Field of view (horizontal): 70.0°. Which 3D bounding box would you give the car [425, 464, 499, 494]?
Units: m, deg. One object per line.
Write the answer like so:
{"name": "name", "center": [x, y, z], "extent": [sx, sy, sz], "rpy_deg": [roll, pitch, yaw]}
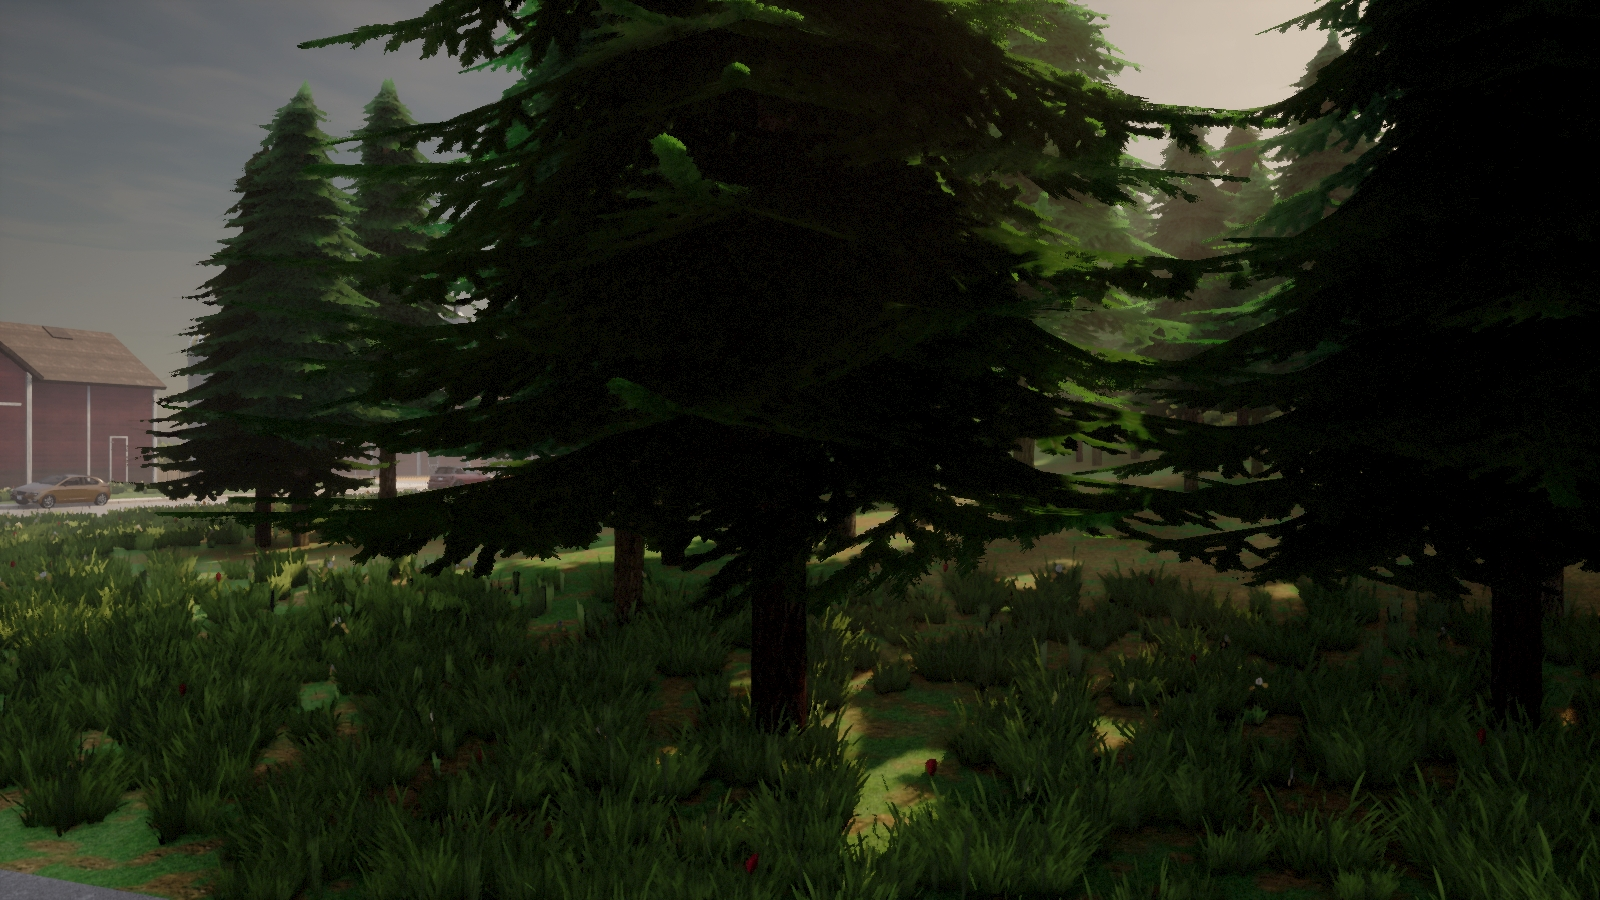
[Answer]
{"name": "car", "center": [-21.097, 1.766, 71.525], "extent": [2.097, 1.767, 4.553], "rpy_deg": [0, 0, 20]}
